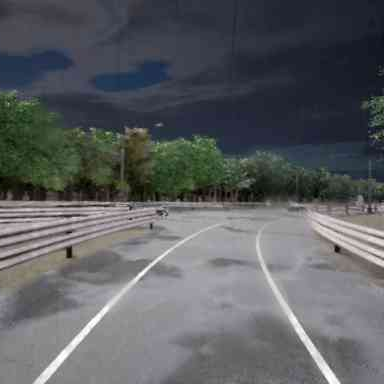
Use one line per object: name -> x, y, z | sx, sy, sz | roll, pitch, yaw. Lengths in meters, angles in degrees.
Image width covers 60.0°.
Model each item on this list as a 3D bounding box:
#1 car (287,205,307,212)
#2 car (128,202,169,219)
car -> 18.426, 2.841, 58.019 | 1.895, 1.301, 4.718 | 0, -2, 39
car -> -4.187, 1.737, 30.464 | 1.837, 1.490, 4.892 | 0, -2, 39
